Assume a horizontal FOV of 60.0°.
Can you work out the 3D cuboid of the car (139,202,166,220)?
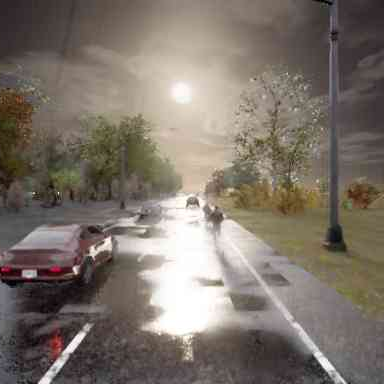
[{"bbox_3d":[-3.385,1.604,29.139,2.033,1.411,5.357,0,0,0],"label":"car"}]

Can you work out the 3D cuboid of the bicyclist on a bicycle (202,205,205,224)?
[{"bbox_3d":[0.979,1.495,22.095,0.582,1.620,1.656,0,0,0],"label":"bicyclist on a bicycle"}]

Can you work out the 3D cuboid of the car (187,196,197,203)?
[{"bbox_3d":[0.045,1.686,73.765,2.033,1.411,5.357,0,0,0],"label":"car"}]

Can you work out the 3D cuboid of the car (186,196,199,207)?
[{"bbox_3d":[0.131,1.459,54.476,2.097,1.767,4.553,0,0,0],"label":"car"}]

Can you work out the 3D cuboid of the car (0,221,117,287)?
[{"bbox_3d":[-3.396,1.544,9.255,1.812,1.442,4.674,0,0,0],"label":"car"}]

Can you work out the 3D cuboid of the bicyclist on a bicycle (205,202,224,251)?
[{"bbox_3d":[0.975,1.396,13.301,0.659,1.776,1.843,0,0,0],"label":"bicyclist on a bicycle"}]
